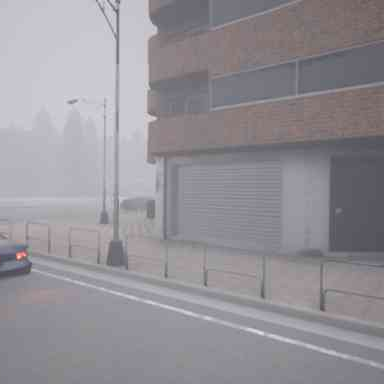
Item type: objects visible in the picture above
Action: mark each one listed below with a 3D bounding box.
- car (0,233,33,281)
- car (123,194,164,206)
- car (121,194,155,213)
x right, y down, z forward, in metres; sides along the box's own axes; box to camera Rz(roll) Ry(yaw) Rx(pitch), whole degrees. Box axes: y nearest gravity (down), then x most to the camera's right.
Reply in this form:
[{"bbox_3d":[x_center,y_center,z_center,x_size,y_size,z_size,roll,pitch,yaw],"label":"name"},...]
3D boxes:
[{"bbox_3d":[-6.159,1.424,8.346,5.357,1.411,2.033,1,0,36],"label":"car"},{"bbox_3d":[-6.372,1.048,43.937,4.902,1.511,2.128,0,0,-31],"label":"car"},{"bbox_3d":[-4.486,1.167,32.186,4.892,1.490,1.837,0,0,-45],"label":"car"}]
